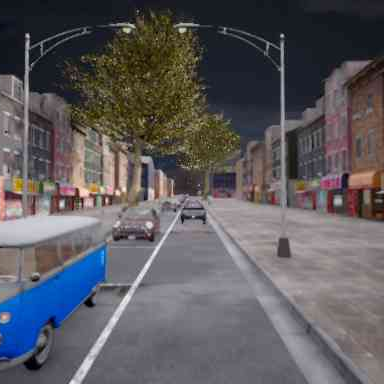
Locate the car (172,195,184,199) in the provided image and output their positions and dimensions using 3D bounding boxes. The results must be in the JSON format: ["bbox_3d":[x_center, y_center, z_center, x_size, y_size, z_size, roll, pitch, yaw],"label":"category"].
[{"bbox_3d":[-2.607,1.616,49.544,1.752,1.417,4.829,2,0,0],"label":"car"}]

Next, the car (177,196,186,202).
[{"bbox_3d":[-2.602,1.743,82.925,2.008,1.369,4.403,1,0,0],"label":"car"}]

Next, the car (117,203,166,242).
[{"bbox_3d":[-2.611,1.463,16.503,1.967,1.590,4.097,2,0,0],"label":"car"}]

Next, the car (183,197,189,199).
[{"bbox_3d":[0.109,1.637,42.811,1.994,1.385,4.181,0,0,0],"label":"car"}]

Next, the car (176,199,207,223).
[{"bbox_3d":[0.106,1.529,25.645,2.128,1.511,4.902,0,0,0],"label":"car"}]

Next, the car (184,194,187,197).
[{"bbox_3d":[-2.605,1.704,66.319,1.947,1.339,4.313,2,0,0],"label":"car"}]

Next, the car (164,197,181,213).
[{"bbox_3d":[-2.611,1.646,38.643,1.802,1.307,4.206,2,0,0],"label":"car"}]

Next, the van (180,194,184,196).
[{"bbox_3d":[-2.601,1.447,55.249,1.690,1.788,3.998,2,0,0],"label":"van"}]

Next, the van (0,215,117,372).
[{"bbox_3d":[-2.610,1.349,5.433,1.690,1.788,3.998,2,0,0],"label":"van"}]
